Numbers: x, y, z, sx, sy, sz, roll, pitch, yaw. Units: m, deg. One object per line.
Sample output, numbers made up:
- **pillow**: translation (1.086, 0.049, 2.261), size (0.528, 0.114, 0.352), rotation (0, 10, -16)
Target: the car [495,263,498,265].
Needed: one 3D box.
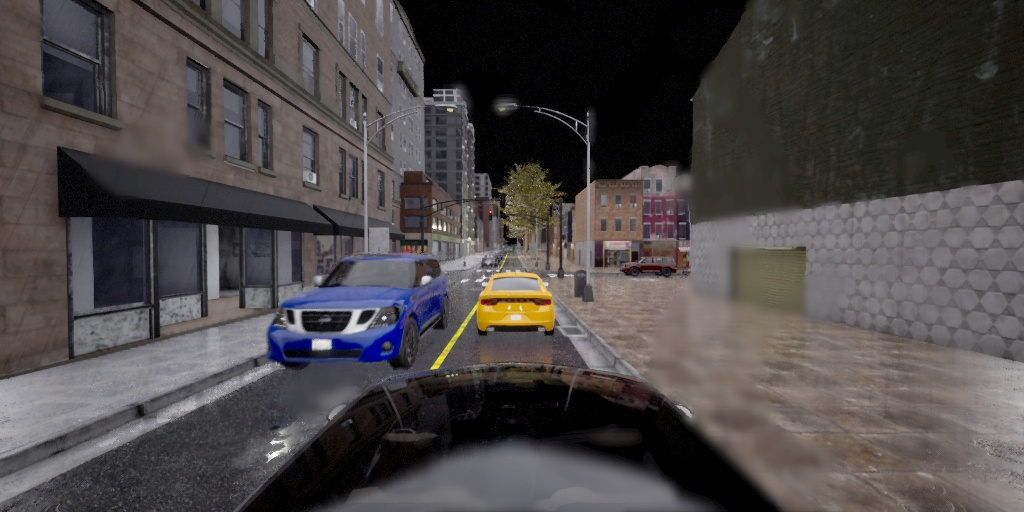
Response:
- **car**: translation (0.071, 1.250, 19.909), size (1.895, 1.301, 4.718), rotation (0, 1, 0)

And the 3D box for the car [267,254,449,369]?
- **car**: translation (-2.849, 0.961, 8.125), size (2.150, 2.045, 5.566), rotation (0, 0, 0)

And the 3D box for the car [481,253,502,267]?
- **car**: translation (-2.833, 0.613, 46.024), size (2.128, 1.511, 4.902), rotation (0, 2, 1)

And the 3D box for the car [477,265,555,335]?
- **car**: translation (0.097, 1.206, 10.467), size (1.882, 1.535, 5.008), rotation (0, 0, 0)

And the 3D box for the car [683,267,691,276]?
- **car**: translation (18.109, 1.296, 33.449), size (4.207, 1.307, 1.802), rotation (0, 0, 0)

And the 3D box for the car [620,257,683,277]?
- **car**: translation (12.707, 0.952, 33.440), size (5.009, 1.841, 2.192), rotation (0, 0, 0)
